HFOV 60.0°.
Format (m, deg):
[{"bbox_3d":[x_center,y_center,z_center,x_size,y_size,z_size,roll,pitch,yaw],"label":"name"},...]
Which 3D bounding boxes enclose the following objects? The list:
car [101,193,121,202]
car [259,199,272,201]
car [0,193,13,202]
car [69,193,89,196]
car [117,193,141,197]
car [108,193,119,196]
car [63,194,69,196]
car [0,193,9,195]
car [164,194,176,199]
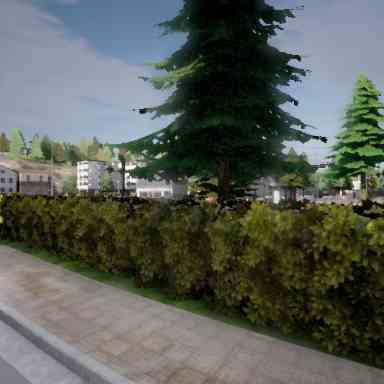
[{"bbox_3d":[-17.556,1.077,72.081,3.866,1.878,1.905,0,0,-45],"label":"car"},{"bbox_3d":[9.911,1.478,44.328,1.882,1.535,5.008,0,0,45],"label":"car"},{"bbox_3d":[-41.124,1.097,71.276,4.605,1.855,1.932,0,0,-45],"label":"car"},{"bbox_3d":[-26.518,1.153,81.212,5.027,1.636,2.152,0,0,-45],"label":"car"},{"bbox_3d":[-9.691,1.384,53.866,3.806,1.475,1.970,0,0,-45],"label":"car"},{"bbox_3d":[-15.227,1.097,70.296,4.605,1.855,1.932,0,0,-45],"label":"car"},{"bbox_3d":[-31.244,1.232,85.565,3.806,1.475,1.970,0,0,-45],"label":"car"},{"bbox_3d":[-23.116,1.330,40.896,5.027,1.636,2.152,0,0,-45],"label":"car"},{"bbox_3d":[-2.220,1.221,37.411,5.566,2.045,2.150,0,0,-45],"label":"car"}]
